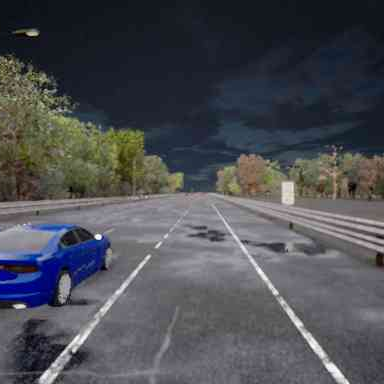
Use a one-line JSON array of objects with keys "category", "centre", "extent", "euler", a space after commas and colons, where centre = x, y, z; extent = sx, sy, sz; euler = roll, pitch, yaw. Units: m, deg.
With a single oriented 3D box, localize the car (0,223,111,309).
[{"category": "car", "centre": [-3.382, 1.482, 7.974], "extent": [1.882, 1.535, 5.008], "euler": [0, 0, 2]}]
